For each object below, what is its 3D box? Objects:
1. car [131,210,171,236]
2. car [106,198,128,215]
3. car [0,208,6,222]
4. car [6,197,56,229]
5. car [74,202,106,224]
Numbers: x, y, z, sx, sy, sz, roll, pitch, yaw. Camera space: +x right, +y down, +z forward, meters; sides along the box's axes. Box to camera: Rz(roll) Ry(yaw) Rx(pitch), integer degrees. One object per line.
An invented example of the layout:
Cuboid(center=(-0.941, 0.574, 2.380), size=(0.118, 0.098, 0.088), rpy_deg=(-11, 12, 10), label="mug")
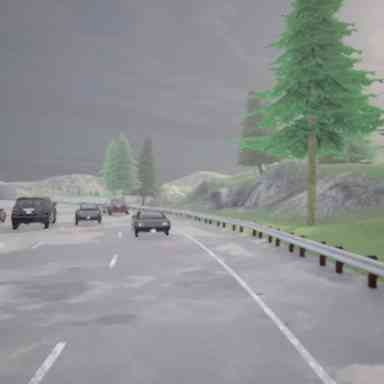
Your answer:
Cuboid(center=(-2.484, 1.684, 19.098), size=(1.895, 1.301, 4.718), rpy_deg=(0, 0, -13), label="car")
Cuboid(center=(-8.353, 1.516, 35.977), size=(2.097, 1.767, 4.553), rpy_deg=(0, 0, -24), label="car")
Cuboid(center=(-14.870, 1.654, 24.253), size=(1.812, 1.442, 4.674), rpy_deg=(0, 0, -19), label="car")
Cuboid(center=(-10.685, 1.336, 22.787), size=(2.150, 2.045, 5.566), rpy_deg=(0, 0, -16), label="car")
Cuboid(center=(-8.057, 1.613, 25.852), size=(2.128, 1.511, 4.902), rpy_deg=(0, 0, -17), label="car")
